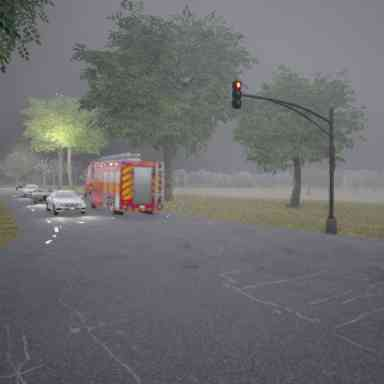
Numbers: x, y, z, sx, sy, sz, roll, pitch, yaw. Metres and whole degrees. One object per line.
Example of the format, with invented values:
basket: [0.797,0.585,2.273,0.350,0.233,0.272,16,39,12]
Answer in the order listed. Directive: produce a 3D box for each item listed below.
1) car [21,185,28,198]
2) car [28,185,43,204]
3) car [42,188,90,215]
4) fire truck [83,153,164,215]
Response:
car: [-18.504,-0.122,38.439,1.812,1.442,4.674,0,2,-31]
car: [-13.121,0.302,29.657,1.994,1.385,4.181,0,2,-31]
car: [-8.363,0.615,21.864,1.812,1.442,4.674,0,2,-31]
fire truck: [-5.081,-0.548,23.422,2.891,3.827,8.468,0,2,-31]
